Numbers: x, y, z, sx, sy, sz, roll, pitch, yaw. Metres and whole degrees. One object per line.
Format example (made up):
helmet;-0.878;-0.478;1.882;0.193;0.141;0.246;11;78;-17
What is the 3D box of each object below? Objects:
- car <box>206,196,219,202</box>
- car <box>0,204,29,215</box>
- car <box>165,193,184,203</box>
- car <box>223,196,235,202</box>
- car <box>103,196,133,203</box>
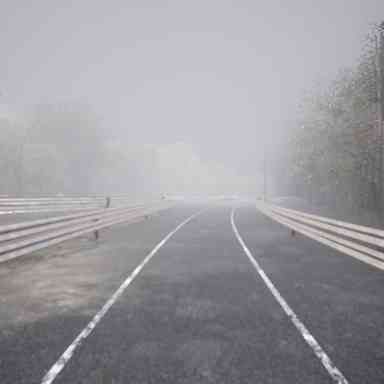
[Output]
car;5.053;1.645;81.634;1.882;1.535;5.008;0;-1;22
car;-14.505;1.015;24.360;2.033;1.411;5.357;0;-1;22
car;-3.647;1.191;69.426;2.150;2.045;5.566;0;-1;22
car;9.039;1.743;82.162;2.033;1.411;5.357;0;-1;22
car;-8.515;1.210;38.873;1.994;1.385;4.181;0;-1;22
